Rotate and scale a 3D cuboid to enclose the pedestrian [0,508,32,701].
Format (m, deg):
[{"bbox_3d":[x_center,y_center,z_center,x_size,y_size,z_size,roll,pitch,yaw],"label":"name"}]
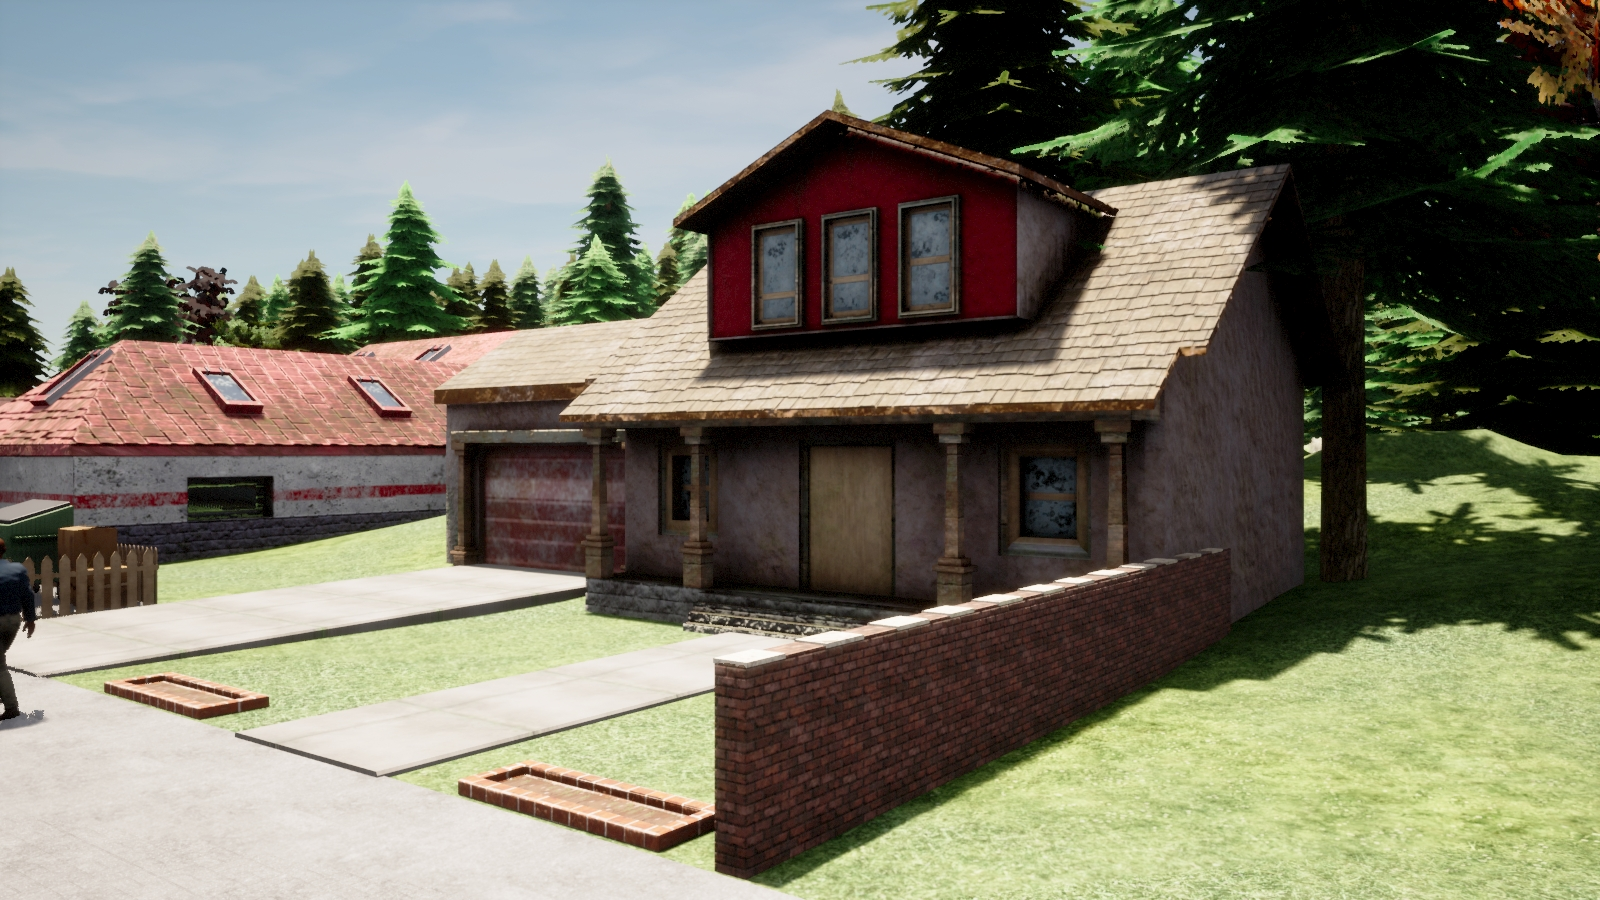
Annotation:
[{"bbox_3d":[-7.940,1.524,11.363,0.375,1.860,0.375,0,0,31],"label":"pedestrian"}]
